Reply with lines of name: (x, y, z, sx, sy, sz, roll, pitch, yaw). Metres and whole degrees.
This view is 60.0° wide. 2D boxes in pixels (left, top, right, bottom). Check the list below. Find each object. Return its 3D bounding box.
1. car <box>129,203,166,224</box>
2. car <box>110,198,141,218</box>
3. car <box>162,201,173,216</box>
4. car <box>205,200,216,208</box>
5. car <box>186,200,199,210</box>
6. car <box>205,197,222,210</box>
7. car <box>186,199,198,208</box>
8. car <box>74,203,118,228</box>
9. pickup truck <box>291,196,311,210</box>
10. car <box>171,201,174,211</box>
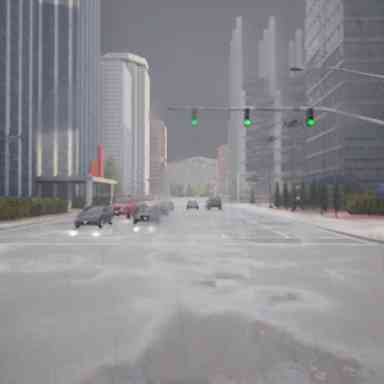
car: (-3.583, 1.865, 27.494, 1.994, 1.385, 4.181, 0, -1, 0)
car: (-7.081, 1.598, 34.399, 2.150, 2.045, 5.566, 0, -1, 1)
car: (-3.575, 2.011, 37.499, 1.895, 1.301, 4.718, 0, -1, 0)
car: (3.497, 2.298, 63.898, 1.895, 1.301, 4.718, 0, -1, 0)
car: (0.105, 2.157, 54.371, 1.994, 1.385, 4.181, 0, -1, -1)
car: (3.597, 1.803, 53.240, 2.150, 2.045, 5.566, 0, -1, 0)
car: (-0.003, 2.193, 64.262, 2.128, 1.511, 4.902, 0, -1, 0)
car: (-7.090, 1.773, 24.460, 1.837, 1.490, 4.892, 0, -1, 0)
pickup truck: (16.619, 1.597, 49.345, 2.390, 2.098, 6.274, 0, -1, 31)
car: (-3.568, 2.015, 47.917, 2.128, 1.511, 4.902, 0, -1, 0)
